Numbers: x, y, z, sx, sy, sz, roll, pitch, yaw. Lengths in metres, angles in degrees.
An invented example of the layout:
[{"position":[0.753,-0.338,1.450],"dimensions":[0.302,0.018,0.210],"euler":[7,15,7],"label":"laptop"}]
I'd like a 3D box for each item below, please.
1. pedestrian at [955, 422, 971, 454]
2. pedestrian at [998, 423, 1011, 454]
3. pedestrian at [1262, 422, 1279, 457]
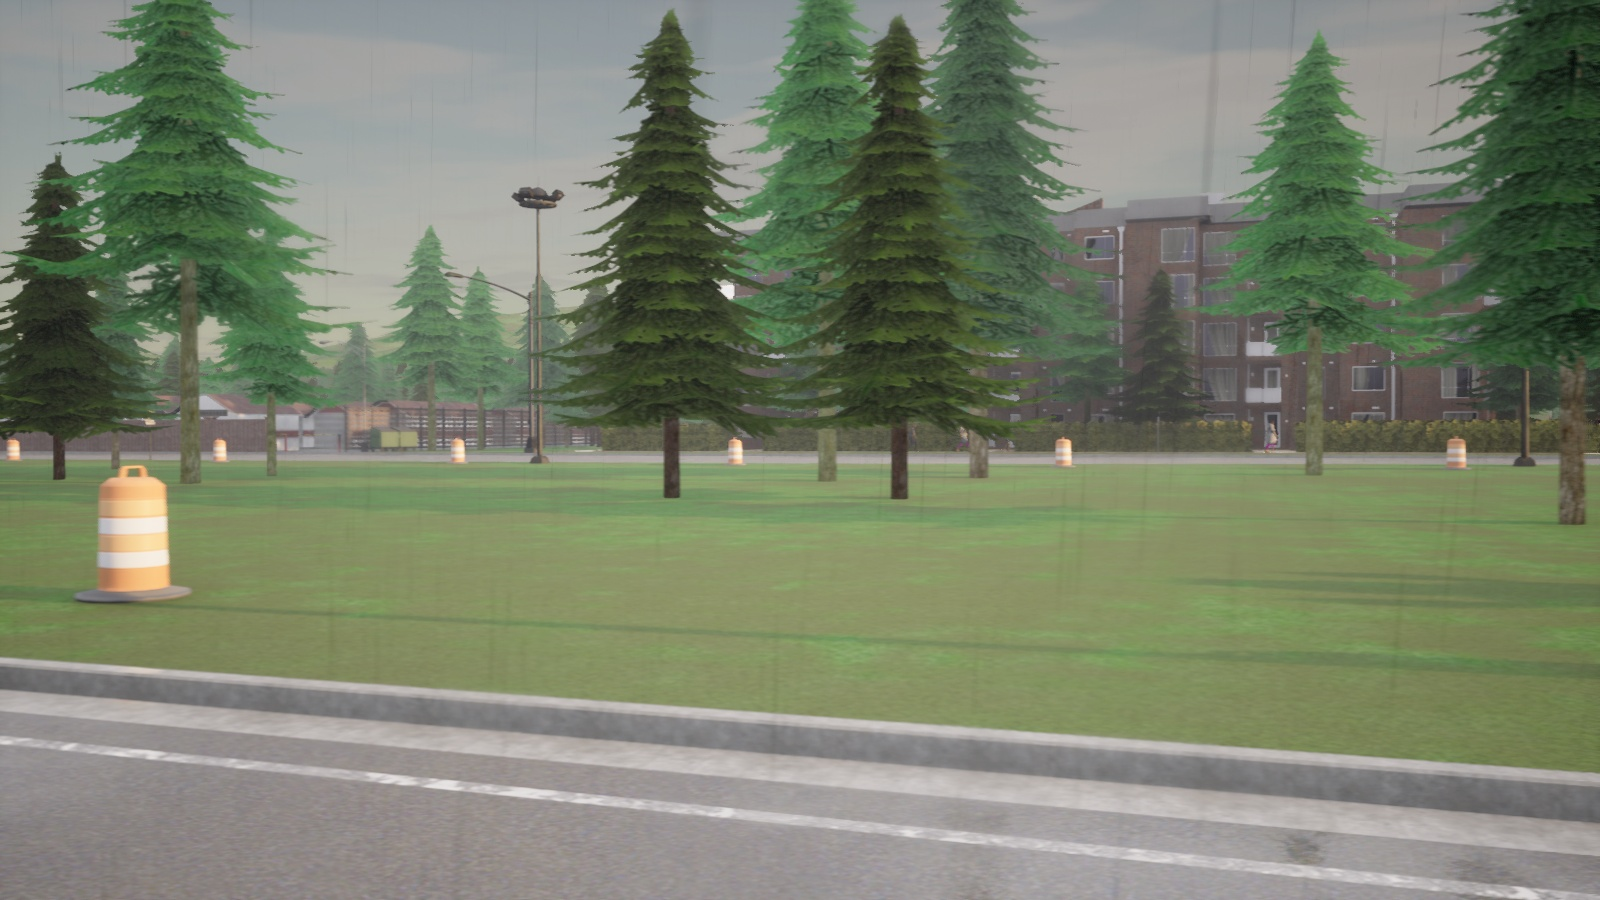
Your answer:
[{"position":[10.000,-0.738,76.892],"dimensions":[0.873,1.952,0.659],"euler":[0,1,17],"label":"pedestrian"},{"position":[12.334,-0.711,75.730],"dimensions":[0.703,1.840,0.431],"euler":[1,1,20],"label":"pedestrian"},{"position":[26.588,-0.582,71.007],"dimensions":[0.873,1.952,0.659],"euler":[1,1,20],"label":"pedestrian"}]
